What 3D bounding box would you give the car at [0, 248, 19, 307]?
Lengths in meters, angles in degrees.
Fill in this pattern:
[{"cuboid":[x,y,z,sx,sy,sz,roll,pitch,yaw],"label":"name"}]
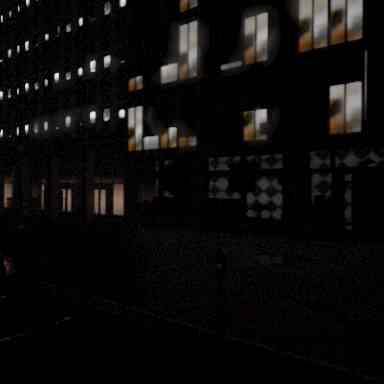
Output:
[{"cuboid":[-5.301,1.425,6.646,4.097,1.590,1.967,0,1,36],"label":"car"}]
